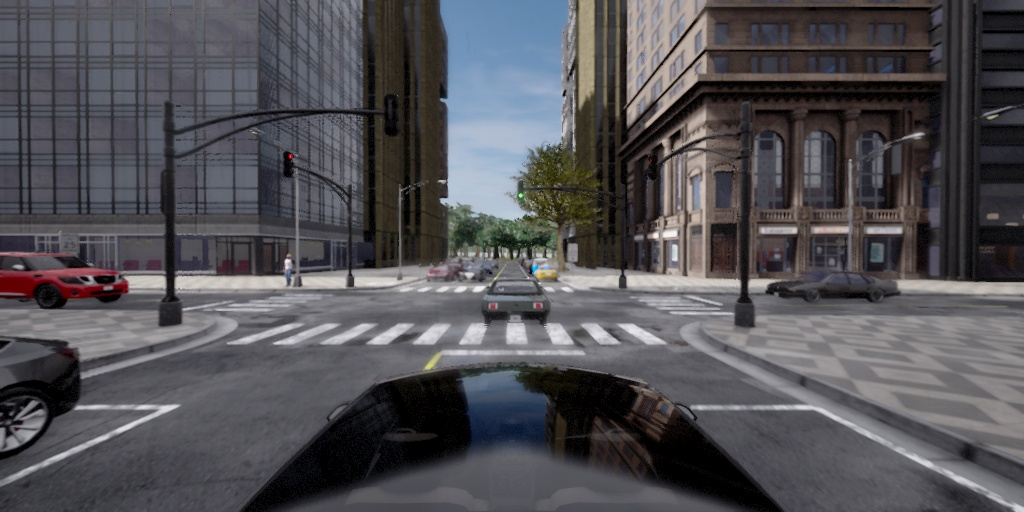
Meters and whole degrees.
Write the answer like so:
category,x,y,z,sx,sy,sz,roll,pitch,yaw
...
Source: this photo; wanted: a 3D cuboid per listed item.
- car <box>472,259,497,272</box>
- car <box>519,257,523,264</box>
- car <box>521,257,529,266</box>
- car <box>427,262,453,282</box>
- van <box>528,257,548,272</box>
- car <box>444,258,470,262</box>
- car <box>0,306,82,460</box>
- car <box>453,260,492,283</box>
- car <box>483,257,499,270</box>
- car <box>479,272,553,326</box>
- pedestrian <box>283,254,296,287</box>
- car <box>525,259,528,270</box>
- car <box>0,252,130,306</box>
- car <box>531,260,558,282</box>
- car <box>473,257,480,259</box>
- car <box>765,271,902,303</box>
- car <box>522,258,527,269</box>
category,x,y,z,sx,sy,sz,roll,pitch,yaw
car,-3.066,1.349,40.208,2.033,1.411,5.357,0,0,0
car,2.807,1.349,63.341,2.007,1.370,4.403,0,0,0
car,2.803,1.346,57.662,1.888,1.381,4.507,0,0,0
car,-5.743,1.376,29.261,1.802,1.307,4.207,0,0,0
van,2.786,1.139,34.944,1.690,1.789,3.998,0,0,0
car,-5.739,1.113,34.942,2.192,1.841,5.009,0,0,0
car,-5.763,1.317,2.290,1.948,1.339,4.313,0,0,0
car,-3.086,1.285,28.769,2.128,1.511,4.902,0,0,1
car,-3.024,1.295,54.952,2.128,1.511,4.902,0,0,0
car,0.102,1.377,11.815,1.895,1.301,4.718,0,0,0
pedestrian,-12.510,0.785,20.097,0.375,1.860,0.375,0,0,0
car,2.790,1.368,40.624,1.948,1.339,4.313,0,0,0
car,-18.367,0.871,13.853,5.566,2.045,2.150,0,1,0
car,2.782,1.319,29.434,1.751,1.417,4.829,0,0,0
car,-5.731,1.118,46.302,2.192,1.841,5.009,0,0,0
car,15.225,1.429,17.112,5.357,1.411,2.033,0,1,-2
car,2.799,1.328,52.153,1.751,1.417,4.829,0,0,0
